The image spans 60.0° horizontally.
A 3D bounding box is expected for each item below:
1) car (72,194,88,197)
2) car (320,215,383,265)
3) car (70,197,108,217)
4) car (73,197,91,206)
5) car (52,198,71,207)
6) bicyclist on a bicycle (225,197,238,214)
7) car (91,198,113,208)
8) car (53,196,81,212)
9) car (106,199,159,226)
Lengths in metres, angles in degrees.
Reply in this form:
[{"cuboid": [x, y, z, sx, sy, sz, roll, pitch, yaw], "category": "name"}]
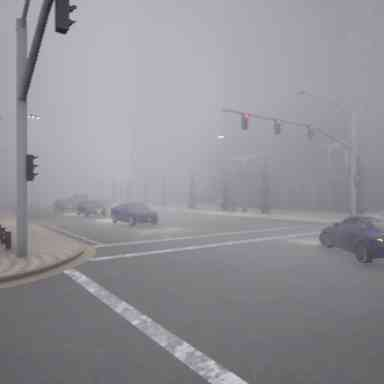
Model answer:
[{"cuboid": [-16.617, 1.351, 48.723, 2.150, 2.045, 5.566, 0, 0, -33], "category": "car"}, {"cuboid": [6.142, 1.517, 11.576, 1.812, 1.442, 4.674, 0, 0, 0], "category": "car"}, {"cuboid": [-9.680, 1.556, 31.845, 2.128, 1.511, 4.902, 0, 0, -34], "category": "car"}, {"cuboid": [-19.689, 1.672, 59.494, 1.837, 1.490, 4.892, 0, 0, -34], "category": "car"}, {"cuboid": [-22.594, 1.717, 57.543, 2.033, 1.411, 5.357, 0, 0, -34], "category": "car"}, {"cuboid": [3.954, 1.331, 33.037, 1.656, 1.620, 0.582, 0, 0, -34], "category": "bicyclist on a bicycle"}, {"cuboid": [-13.842, 1.632, 50.876, 1.837, 1.490, 4.892, 0, 0, -33], "category": "car"}, {"cuboid": [-15.311, 1.594, 40.255, 2.128, 1.511, 4.902, 0, 0, -34], "category": "car"}, {"cuboid": [-4.161, 1.505, 23.725, 1.882, 1.535, 5.008, 0, 0, -34], "category": "car"}]
